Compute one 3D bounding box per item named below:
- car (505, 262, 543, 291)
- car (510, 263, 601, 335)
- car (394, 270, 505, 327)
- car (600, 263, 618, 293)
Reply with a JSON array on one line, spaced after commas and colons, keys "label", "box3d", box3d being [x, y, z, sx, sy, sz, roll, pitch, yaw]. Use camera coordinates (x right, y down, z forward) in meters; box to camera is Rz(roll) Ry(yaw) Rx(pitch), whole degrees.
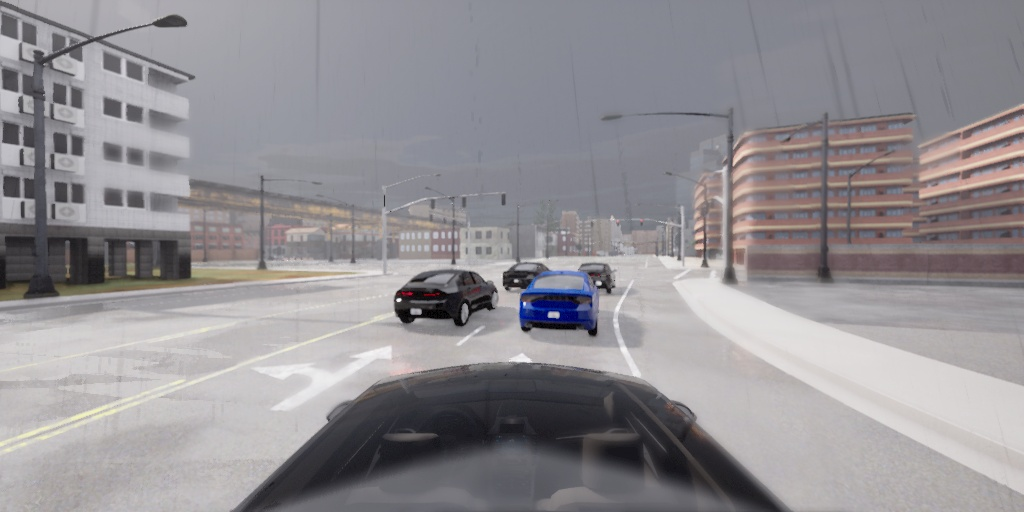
[{"label": "car", "box3d": [1.065, 1.060, 20.104, 1.882, 1.535, 5.008, 0, 1, 20]}, {"label": "car", "box3d": [1.532, 1.148, 10.400, 1.882, 1.535, 5.008, 0, 0, 14]}, {"label": "car", "box3d": [-1.837, 1.165, 11.376, 1.837, 1.490, 4.892, 0, 0, 14]}, {"label": "car", "box3d": [4.505, 1.094, 19.306, 1.837, 1.490, 4.892, 0, 1, 20]}]
